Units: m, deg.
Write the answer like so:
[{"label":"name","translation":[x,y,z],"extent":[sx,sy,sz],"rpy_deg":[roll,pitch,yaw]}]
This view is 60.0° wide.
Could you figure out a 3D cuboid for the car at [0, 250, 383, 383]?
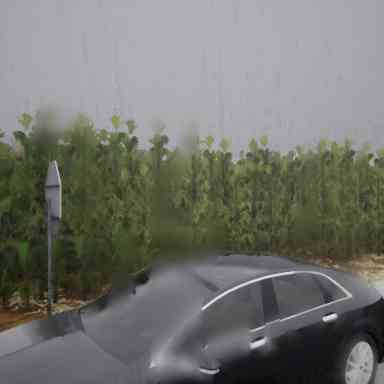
[{"label":"car","translation":[0.153,1.501,3.595],"extent":[4.892,1.490,1.837],"rpy_deg":[0,0,-32]}]
